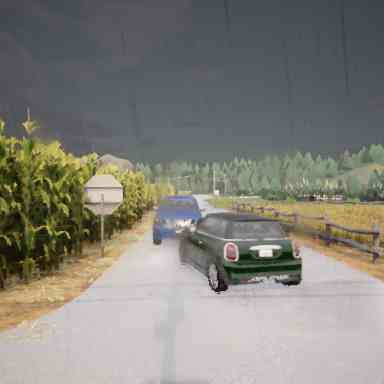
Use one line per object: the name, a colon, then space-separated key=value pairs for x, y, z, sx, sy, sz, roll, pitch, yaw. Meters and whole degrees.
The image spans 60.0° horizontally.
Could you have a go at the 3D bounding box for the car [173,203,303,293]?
car: x=1.051 y=1.352 z=9.251 sx=2.097 sy=1.767 sz=4.553 roll=0 pitch=0 yaw=-15

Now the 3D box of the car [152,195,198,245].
car: x=-0.602 y=1.217 z=15.901 sx=2.150 sy=2.045 sz=5.566 roll=0 pitch=1 yaw=-1

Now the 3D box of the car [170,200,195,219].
car: x=-0.812 y=1.548 z=30.637 sx=2.033 sy=1.411 sz=5.357 roll=0 pitch=0 yaw=0
